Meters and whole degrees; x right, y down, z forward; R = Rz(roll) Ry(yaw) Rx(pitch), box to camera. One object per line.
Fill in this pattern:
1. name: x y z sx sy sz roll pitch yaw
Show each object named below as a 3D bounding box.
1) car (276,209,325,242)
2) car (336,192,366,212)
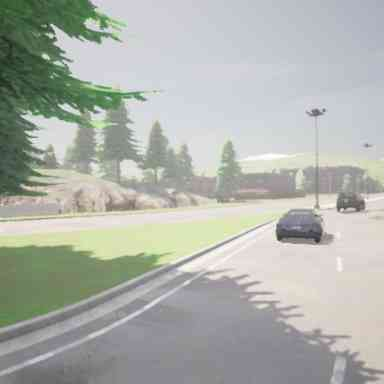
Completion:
1. car: 5.369 1.508 16.239 1.994 1.385 4.181 -1 0 24
2. car: 16.808 1.016 35.138 2.150 2.045 5.566 -1 0 35
